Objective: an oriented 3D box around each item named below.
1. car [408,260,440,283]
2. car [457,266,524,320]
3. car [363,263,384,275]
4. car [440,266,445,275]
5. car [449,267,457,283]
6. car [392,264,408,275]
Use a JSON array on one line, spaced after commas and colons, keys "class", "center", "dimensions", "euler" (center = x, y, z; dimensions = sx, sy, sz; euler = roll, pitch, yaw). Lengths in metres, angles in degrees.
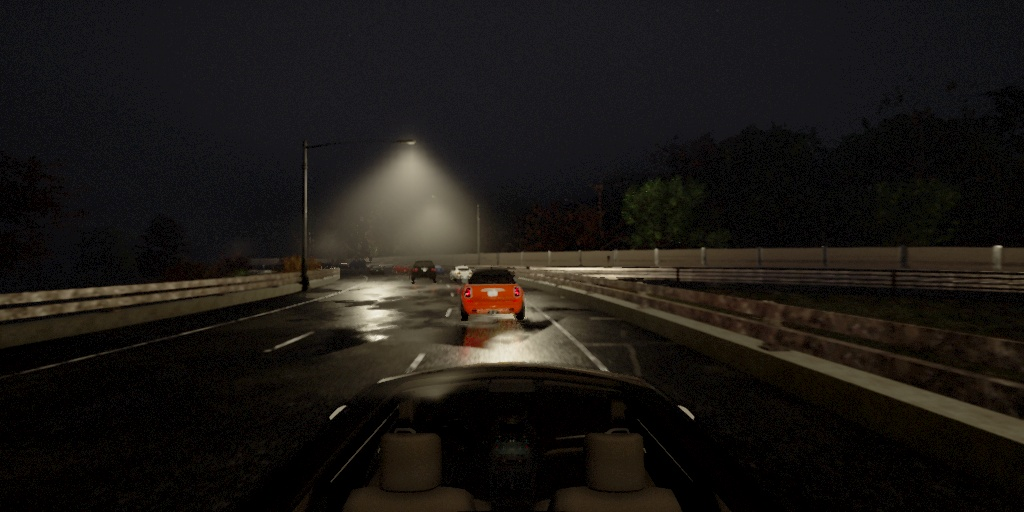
[{"class": "car", "center": [-8.585, 1.429, 34.528], "dimensions": [2.150, 2.045, 5.566], "euler": [0, -1, -17]}, {"class": "car", "center": [-0.828, 1.254, 13.570], "dimensions": [2.097, 1.767, 4.553], "euler": [0, -1, -6]}, {"class": "car", "center": [-19.999, 2.058, 52.318], "dimensions": [1.994, 1.385, 4.181], "euler": [0, -1, -29]}, {"class": "car", "center": [-10.857, 1.959, 49.961], "dimensions": [2.033, 1.411, 5.357], "euler": [0, -1, -26]}, {"class": "car", "center": [-4.744, 1.700, 33.728], "dimensions": [1.812, 1.442, 4.674], "euler": [0, -1, -16]}, {"class": "car", "center": [-16.402, 1.960, 53.088], "dimensions": [1.882, 1.535, 5.008], "euler": [1, -1, -28]}]
